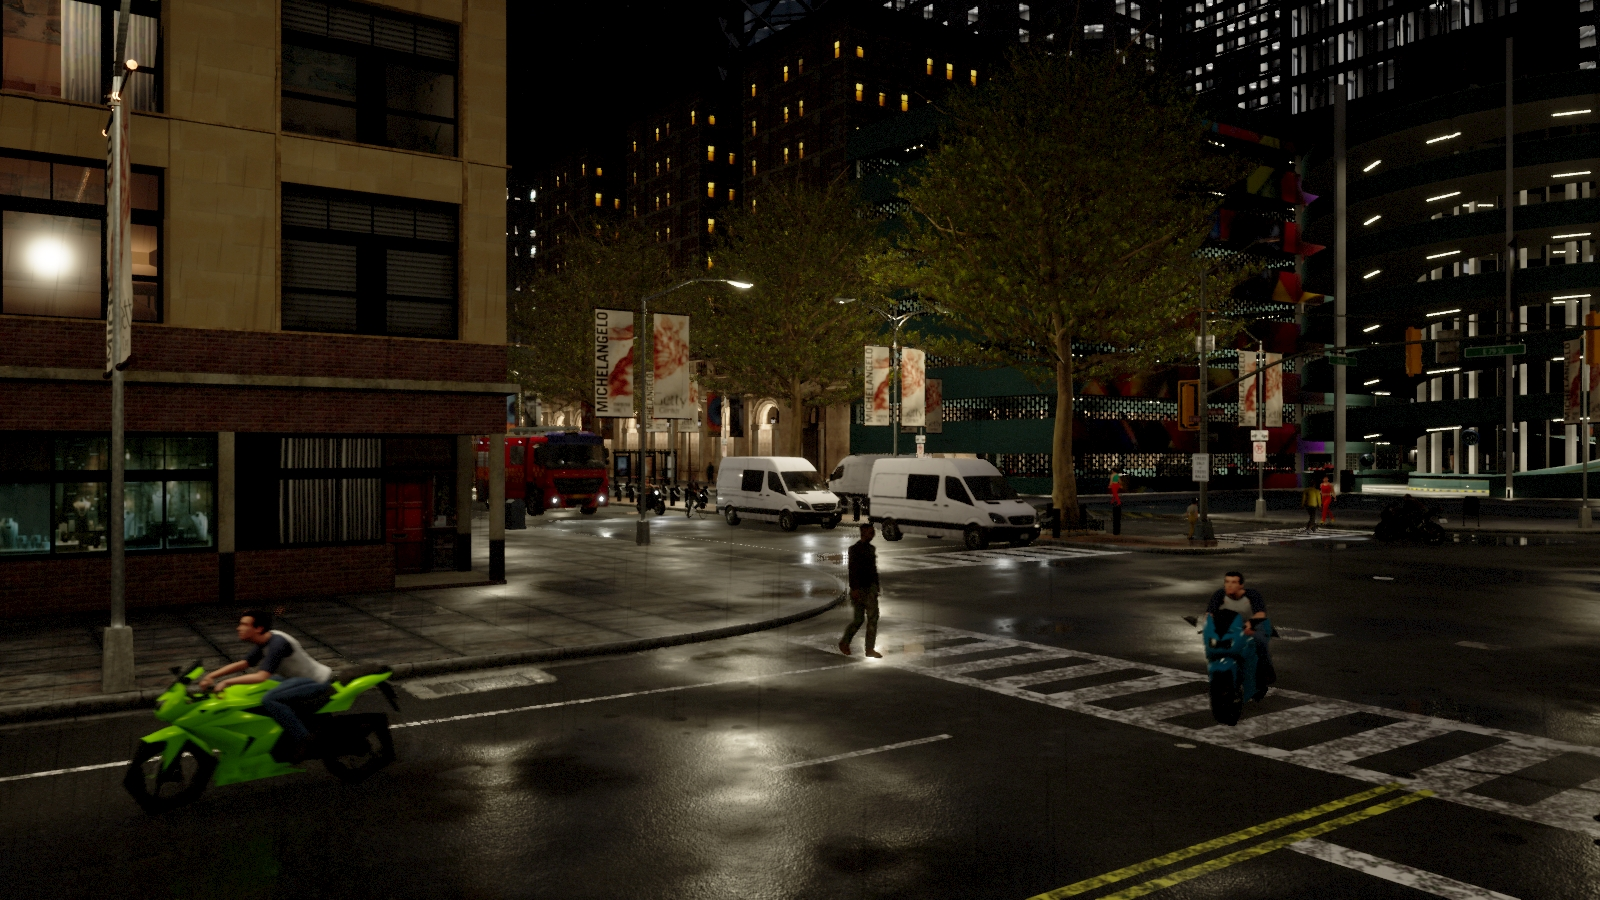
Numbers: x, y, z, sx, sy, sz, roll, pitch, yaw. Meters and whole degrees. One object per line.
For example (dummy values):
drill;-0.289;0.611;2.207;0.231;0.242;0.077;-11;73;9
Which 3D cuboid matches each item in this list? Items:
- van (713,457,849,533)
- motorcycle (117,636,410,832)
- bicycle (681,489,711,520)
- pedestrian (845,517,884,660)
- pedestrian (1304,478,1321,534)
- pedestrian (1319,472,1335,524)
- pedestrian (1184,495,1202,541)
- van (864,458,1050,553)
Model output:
van;-0.805;1.534;41.641;1.988;2.561;5.915;0;0;-35
motorcycle;-4.302;2.213;9.224;2.033;1.145;0.803;0;0;-34
bicycle;-4.230;2.210;46.464;0.329;1.171;1.835;0;0;-35
pedestrian;0.871;1.849;15.394;0.375;1.860;0.375;0;0;-41
pedestrian;16.966;1.848;37.838;0.375;1.860;0.375;0;0;-40
pedestrian;19.101;1.750;41.408;0.375;1.860;0.375;0;0;-36
pedestrian;11.524;1.986;33.494;0.375;1.300;0.375;0;0;-37
van;4.528;1.535;34.077;1.988;2.561;5.915;0;0;-35
